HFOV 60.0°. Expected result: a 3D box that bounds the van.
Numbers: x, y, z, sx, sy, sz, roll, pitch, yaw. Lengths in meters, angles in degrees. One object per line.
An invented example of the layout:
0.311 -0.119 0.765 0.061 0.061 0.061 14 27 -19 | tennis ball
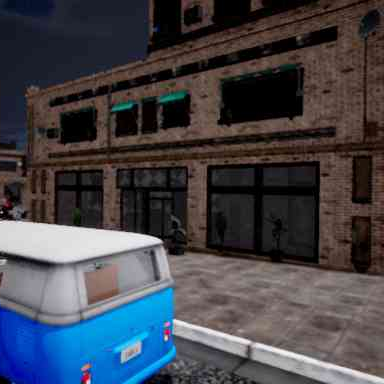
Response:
-2.109 1.344 4.361 3.998 1.788 1.690 0 1 36 | van

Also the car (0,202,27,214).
-15.250 1.824 30.626 1.947 1.339 4.313 0 0 36 | car

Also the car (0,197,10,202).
-22.005 1.450 35.581 2.192 1.841 5.009 0 0 36 | car

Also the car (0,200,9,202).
-20.913 1.721 32.700 1.994 1.385 4.181 1 0 36 | car
